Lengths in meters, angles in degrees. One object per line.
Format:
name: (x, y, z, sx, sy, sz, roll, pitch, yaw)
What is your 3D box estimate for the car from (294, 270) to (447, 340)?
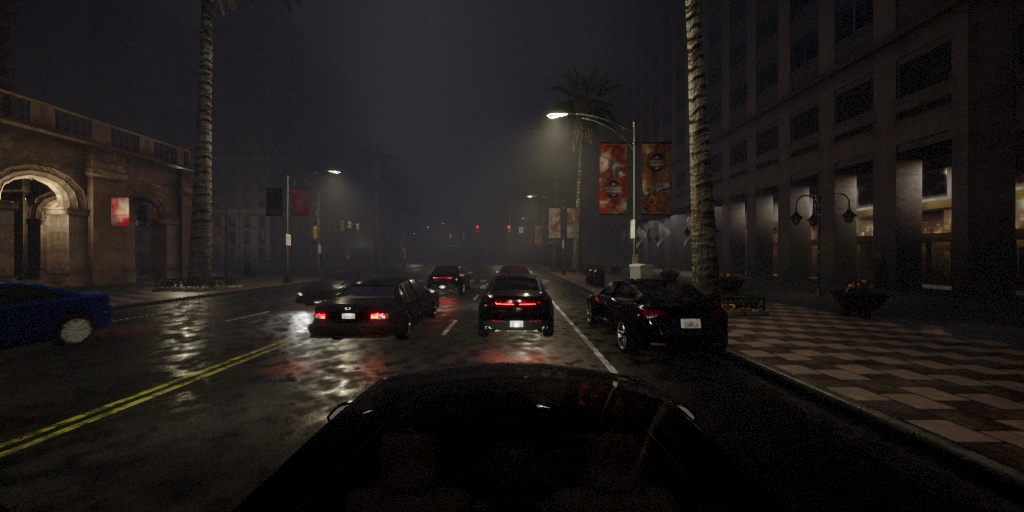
car: (-3.393, 1.297, 9.966, 2.033, 1.411, 5.357, 0, 0, 0)

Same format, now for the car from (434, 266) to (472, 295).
car: (-3.384, 1.255, 19.855, 1.837, 1.490, 4.892, 0, 0, 0)

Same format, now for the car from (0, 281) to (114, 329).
car: (-10.581, 1.227, 6.507, 1.882, 1.535, 5.008, 0, 0, 0)

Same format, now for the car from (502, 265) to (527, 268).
car: (0.111, 1.228, 19.796, 1.882, 1.535, 5.008, 0, 0, 0)

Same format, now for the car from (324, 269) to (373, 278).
car: (-7.054, 1.298, 15.662, 2.033, 1.411, 5.357, 0, 0, 0)

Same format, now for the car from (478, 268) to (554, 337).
car: (0.097, 1.254, 10.346, 1.837, 1.490, 4.892, 0, 0, 0)
